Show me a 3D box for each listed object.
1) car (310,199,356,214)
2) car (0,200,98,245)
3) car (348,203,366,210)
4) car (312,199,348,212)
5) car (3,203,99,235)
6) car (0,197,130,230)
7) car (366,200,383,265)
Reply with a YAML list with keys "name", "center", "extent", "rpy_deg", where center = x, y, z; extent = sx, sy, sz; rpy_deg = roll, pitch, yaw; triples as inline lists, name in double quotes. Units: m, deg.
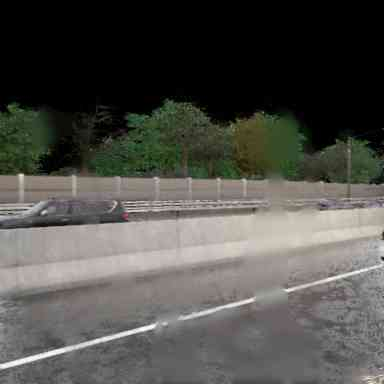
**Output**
- name: "car"
  center: [15.403, 1.523, 36.279]
  extent: [5.357, 1.411, 2.033]
  rpy_deg: [0, 0, -35]
- name: "car"
  center: [-7.143, 1.348, 16.087]
  extent: [4.553, 1.767, 2.097]
  rpy_deg: [0, 0, -35]
- name: "car"
  center: [15.637, 1.470, 27.910]
  extent: [4.902, 1.511, 2.128]
  rpy_deg: [0, 0, -35]
- name: "car"
  center: [13.204, 1.542, 30.479]
  extent: [4.181, 1.385, 1.994]
  rpy_deg: [0, 0, -35]
- name: "car"
  center: [-8.216, 1.500, 19.620]
  extent: [4.892, 1.490, 1.837]
  rpy_deg: [0, 0, -35]
- name: "car"
  center: [-5.203, 1.218, 13.174]
  extent: [5.566, 2.045, 2.150]
  rpy_deg: [0, 0, -35]
- name: "car"
  center: [7.193, 1.213, 8.857]
  extent: [5.566, 2.045, 2.150]
  rpy_deg: [0, 0, -35]
